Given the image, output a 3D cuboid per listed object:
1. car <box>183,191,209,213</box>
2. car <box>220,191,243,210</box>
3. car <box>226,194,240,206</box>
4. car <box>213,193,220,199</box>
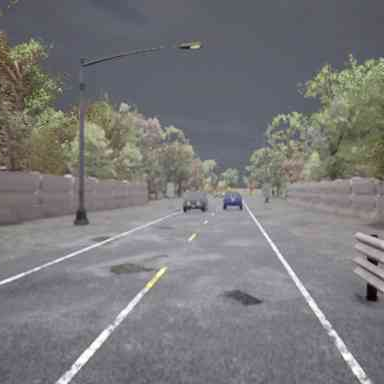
[{"bbox_3d":[0.465,0.966,33.560,2.150,2.045,5.566,0,0,7],"label":"car"},{"bbox_3d":[4.754,0.950,38.705,2.150,2.045,5.566,0,0,7],"label":"car"},{"bbox_3d":[6.158,1.124,49.583,1.882,1.535,5.008,1,1,7],"label":"car"},{"bbox_3d":[5.967,0.829,75.568,1.994,1.385,4.181,0,1,7],"label":"car"}]
